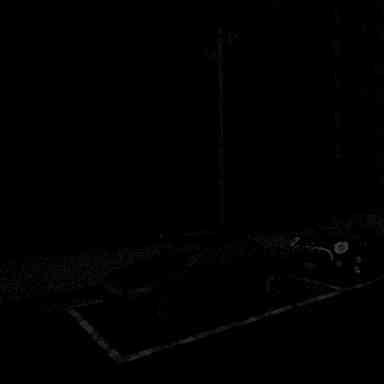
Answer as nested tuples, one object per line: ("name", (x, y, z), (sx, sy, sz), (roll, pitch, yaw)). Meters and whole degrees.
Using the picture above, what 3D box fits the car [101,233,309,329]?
("car", (0.275, 1.579, 6.855), (4.206, 1.307, 1.802), (0, -1, -35))

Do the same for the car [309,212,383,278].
("car", (4.756, 1.433, 10.053), (4.097, 1.590, 1.967), (0, -1, -35))
